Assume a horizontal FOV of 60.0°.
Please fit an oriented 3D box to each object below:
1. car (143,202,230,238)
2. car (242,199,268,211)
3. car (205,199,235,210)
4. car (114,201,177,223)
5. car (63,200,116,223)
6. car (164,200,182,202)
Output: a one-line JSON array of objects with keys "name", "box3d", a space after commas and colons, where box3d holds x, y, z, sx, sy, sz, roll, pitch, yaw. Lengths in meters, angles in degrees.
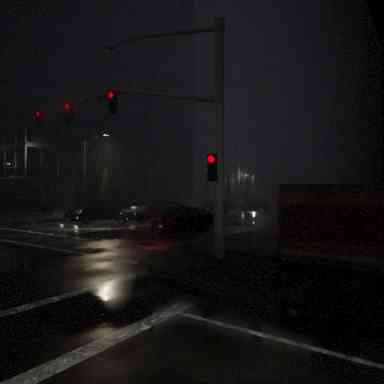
[{"name": "car", "box3d": [-0.096, 1.533, 18.198, 1.882, 1.535, 5.008, 0, 0, 36]}, {"name": "car", "box3d": [8.054, 1.581, 41.953, 1.812, 1.442, 4.674, 0, 0, 36]}, {"name": "car", "box3d": [2.088, 1.533, 33.631, 1.882, 1.535, 5.008, 0, 0, 35]}, {"name": "car", "box3d": [-3.424, 1.656, 25.925, 1.895, 1.301, 4.718, 0, 0, 36]}, {"name": "car", "box3d": [-7.689, 1.407, 25.973, 2.097, 1.767, 4.553, 0, 0, 36]}, {"name": "car", "box3d": [-2.376, 1.560, 33.408, 1.837, 1.490, 4.892, 0, 0, 36]}]
